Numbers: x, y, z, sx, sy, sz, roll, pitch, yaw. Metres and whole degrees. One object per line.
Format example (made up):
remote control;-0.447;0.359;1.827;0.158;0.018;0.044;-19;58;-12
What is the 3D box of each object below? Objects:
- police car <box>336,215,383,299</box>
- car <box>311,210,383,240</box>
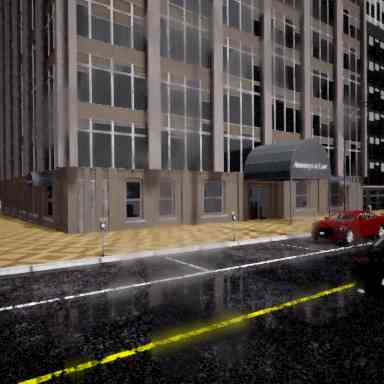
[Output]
police car;5.648;1.423;7.462;5.238;1.638;1.930;0;0;-35
car;7.474;1.542;15.764;4.507;1.381;1.887;0;-1;-35
